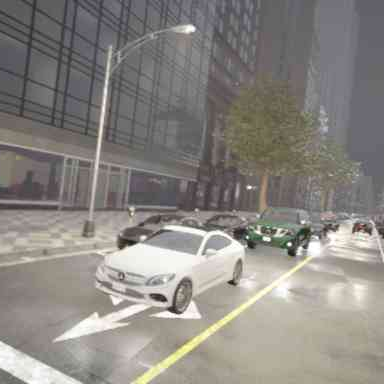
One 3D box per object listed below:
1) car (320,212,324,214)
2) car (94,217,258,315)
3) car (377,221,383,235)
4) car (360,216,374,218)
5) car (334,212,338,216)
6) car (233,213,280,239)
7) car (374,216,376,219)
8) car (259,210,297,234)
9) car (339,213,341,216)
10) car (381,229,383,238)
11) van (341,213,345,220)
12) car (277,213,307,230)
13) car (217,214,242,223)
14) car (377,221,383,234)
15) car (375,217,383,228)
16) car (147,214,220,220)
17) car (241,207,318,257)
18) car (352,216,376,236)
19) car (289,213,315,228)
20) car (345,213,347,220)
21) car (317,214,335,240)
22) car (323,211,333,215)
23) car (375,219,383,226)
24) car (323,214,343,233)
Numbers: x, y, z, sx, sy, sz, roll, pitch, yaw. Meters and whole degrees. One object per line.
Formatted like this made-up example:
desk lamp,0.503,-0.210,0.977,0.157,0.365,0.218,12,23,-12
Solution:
car,15.072,3.496,42.140,1.947,1.339,4.313,6,0,28
car,-0.158,1.542,7.893,1.812,1.442,4.674,6,0,28
car,19.869,3.970,33.122,1.887,1.381,4.507,6,0,28
car,25.894,4.780,49.782,1.994,1.385,4.181,6,0,28
car,23.076,4.250,57.029,2.192,1.841,5.009,6,0,28
car,4.436,2.188,22.290,1.802,1.307,4.206,7,0,28
car,27.870,4.744,48.009,2.192,1.841,5.009,6,0,28
car,7.111,2.375,27.253,1.967,1.590,4.097,7,0,28
car,28.361,5.187,66.951,1.802,1.307,4.206,6,0,28
car,14.550,3.329,23.198,1.947,1.339,4.313,7,0,28
van,33.703,5.635,76.879,1.690,1.788,3.998,6,-1,28
car,9.754,2.847,32.215,1.802,1.307,4.206,7,0,28
car,1.779,1.845,17.328,1.947,1.339,4.313,7,0,28
car,25.183,4.658,43.045,1.947,1.339,4.313,6,0,28
car,22.554,4.075,38.086,2.192,1.841,5.009,6,0,28
car,-0.881,1.520,12.365,1.947,1.339,4.313,7,0,28
car,4.510,1.806,16.553,2.150,2.045,5.566,6,0,28
car,18.193,3.752,35.398,1.837,1.490,4.892,6,0,28
car,12.338,3.112,37.027,1.752,1.417,4.829,7,0,28
car,36.348,6.080,81.840,1.967,1.590,4.097,6,-1,28
car,9.217,2.658,25.367,2.128,1.511,4.902,6,0,29
car,20.391,4.144,52.065,1.887,1.381,4.507,6,0,28
car,41.125,6.703,72.816,1.802,1.307,4.206,6,-1,28
car,14.058,3.369,34.344,1.895,1.301,4.718,6,0,28
